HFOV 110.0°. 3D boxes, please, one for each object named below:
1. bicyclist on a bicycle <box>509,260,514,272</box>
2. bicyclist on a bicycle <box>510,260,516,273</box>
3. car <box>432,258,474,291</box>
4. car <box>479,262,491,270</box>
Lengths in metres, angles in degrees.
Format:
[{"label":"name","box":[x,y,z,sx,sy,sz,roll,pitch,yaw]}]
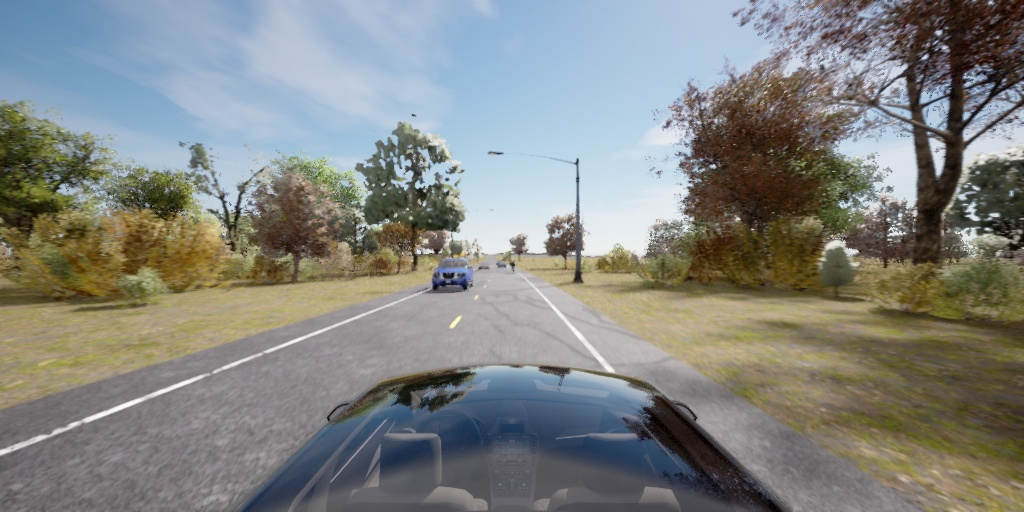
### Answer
[{"label":"bicyclist on a bicycle","box":[-0.105,1.570,57.039,0.659,1.776,1.843,0,0,-2]},{"label":"bicyclist on a bicycle","box":[0.218,1.497,48.028,0.659,1.776,1.843,0,0,-2]},{"label":"car","box":[-3.762,1.157,23.686,2.150,2.045,5.566,0,-1,-1]},{"label":"car","box":[-4.852,1.772,63.382,1.812,1.442,4.674,0,0,-2]}]
